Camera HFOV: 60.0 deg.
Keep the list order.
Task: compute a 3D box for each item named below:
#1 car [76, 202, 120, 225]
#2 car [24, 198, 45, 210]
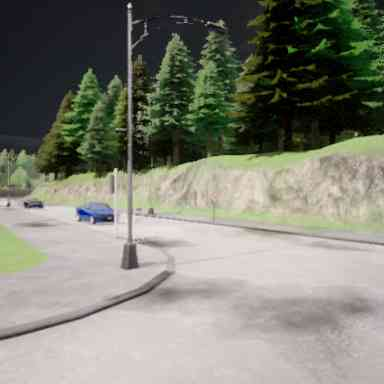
[{"bbox_3d":[-6.967,1.481,24.383,1.882,1.535,5.008,0,0,-35],"label":"car"},{"bbox_3d":[-21.155,1.556,44.406,2.033,1.411,5.357,0,0,-35],"label":"car"}]
